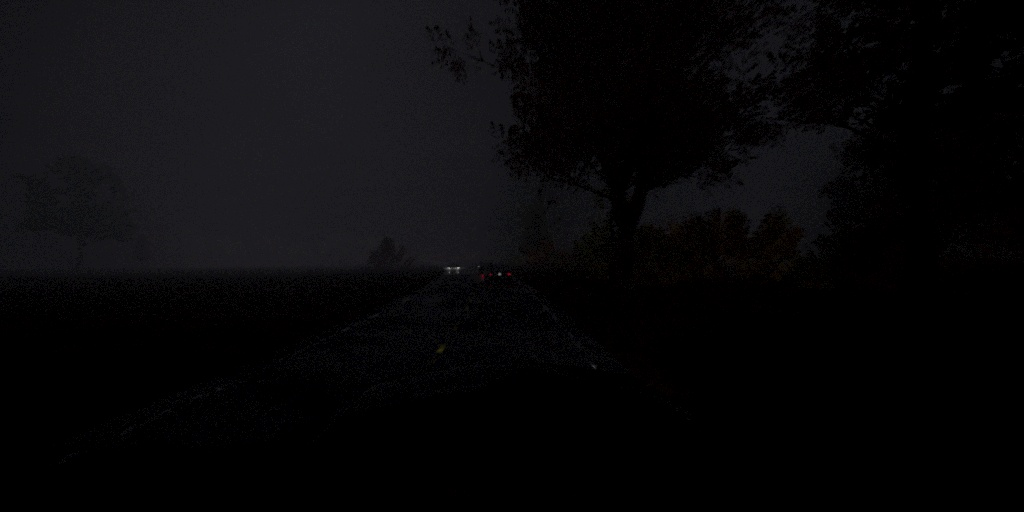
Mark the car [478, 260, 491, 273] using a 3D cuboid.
[{"bbox_3d":[-3.144,1.251,43.553,2.128,1.511,4.902,0,0,-9],"label":"car"}]

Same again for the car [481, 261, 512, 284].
[{"bbox_3d":[-1.060,1.294,27.018,2.033,1.411,5.357,0,0,-5],"label":"car"}]
